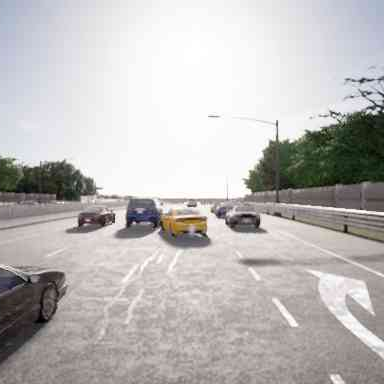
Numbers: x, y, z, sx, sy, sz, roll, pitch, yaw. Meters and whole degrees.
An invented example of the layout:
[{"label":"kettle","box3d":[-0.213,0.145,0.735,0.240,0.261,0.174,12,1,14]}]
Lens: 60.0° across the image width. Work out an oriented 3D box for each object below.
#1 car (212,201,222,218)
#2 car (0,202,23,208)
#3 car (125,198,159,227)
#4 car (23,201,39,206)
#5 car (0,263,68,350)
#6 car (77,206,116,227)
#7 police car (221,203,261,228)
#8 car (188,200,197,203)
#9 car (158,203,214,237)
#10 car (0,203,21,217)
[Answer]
[{"label":"car","box3d":[3.543,1.856,34.769,2.163,1.488,4.792,0,-1,0]},{"label":"car","box3d":[-17.563,1.747,29.707,1.882,1.535,5.008,0,-1,0]},{"label":"car","box3d":[-3.369,1.417,24.283,2.150,2.045,5.566,0,-1,0]},{"label":"car","box3d":[-24.477,2.143,49.340,1.837,1.490,4.892,0,0,1]},{"label":"car","box3d":[-3.394,1.572,4.180,2.033,1.411,5.357,0,0,0]},{"label":"car","box3d":[-6.870,1.720,24.223,1.812,1.442,4.674,0,-1,0]},{"label":"police car","box3d":[3.529,1.694,23.725,2.038,1.542,4.974,0,-1,0]},{"label":"car","box3d":[0.133,2.547,61.929,1.895,1.301,4.718,0,-1,1]},{"label":"car","box3d":[-0.522,1.614,19.087,1.882,1.535,5.008,-1,0,-14]},{"label":"car","box3d":[-21.048,1.910,36.774,1.812,1.442,4.674,0,-1,0]}]
